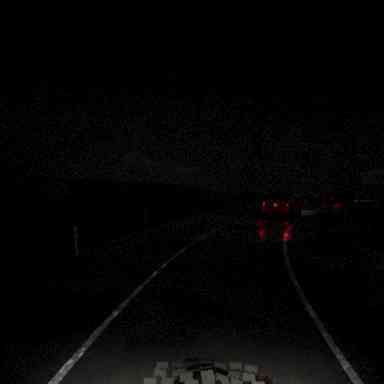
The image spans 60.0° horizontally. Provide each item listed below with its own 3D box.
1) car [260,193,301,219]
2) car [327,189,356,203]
[{"bbox_3d":[6.464,0.819,23.825,2.097,1.767,4.553,2,3,27],"label":"car"},{"bbox_3d":[16.865,0.362,37.587,4.674,1.442,1.812,-3,4,-44],"label":"car"}]
